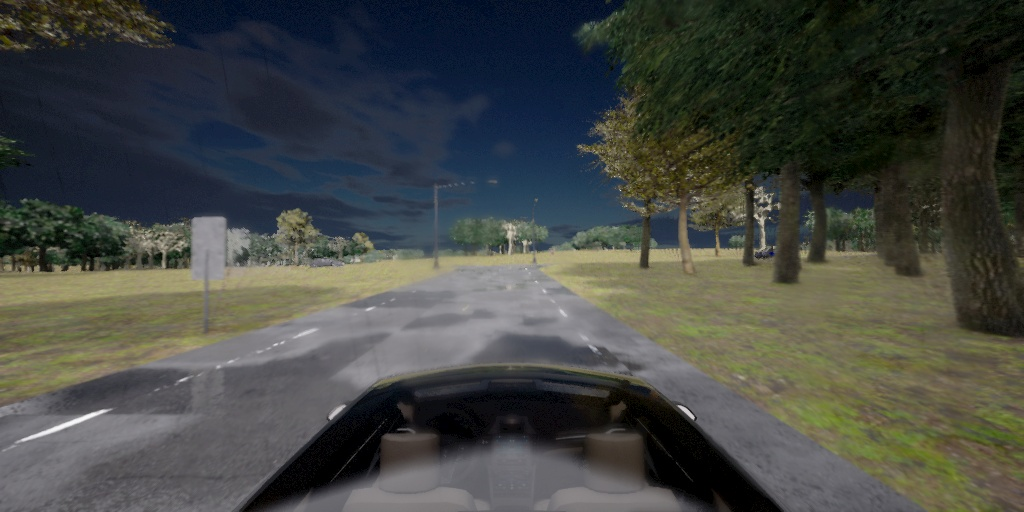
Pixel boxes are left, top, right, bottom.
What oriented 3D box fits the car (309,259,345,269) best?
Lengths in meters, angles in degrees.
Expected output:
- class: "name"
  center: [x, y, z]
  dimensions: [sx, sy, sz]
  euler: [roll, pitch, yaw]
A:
- class: "car"
  center: [-27.877, 1.139, 54.084]
  dimensions: [4.902, 1.511, 2.128]
  euler: [-1, -2, 0]
